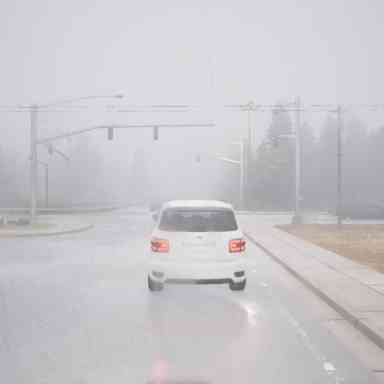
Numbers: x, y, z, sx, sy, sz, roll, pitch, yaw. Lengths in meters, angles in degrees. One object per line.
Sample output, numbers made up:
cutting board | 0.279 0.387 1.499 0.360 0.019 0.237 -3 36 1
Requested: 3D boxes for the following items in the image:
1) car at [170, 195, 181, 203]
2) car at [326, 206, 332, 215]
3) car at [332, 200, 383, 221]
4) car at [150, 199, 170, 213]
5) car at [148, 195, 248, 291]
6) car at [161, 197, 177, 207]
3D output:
car | -3.369 1.500 68.730 1.837 1.490 4.892 0 1 1
car | 14.898 1.518 30.544 4.902 1.511 2.128 0 0 1
car | 14.032 1.591 26.850 4.181 1.385 1.994 0 0 1
car | -3.589 1.563 37.911 1.994 1.385 4.181 0 0 -1
car | 0.067 1.218 9.137 2.150 2.045 5.566 0 0 -2
car | -3.584 1.547 52.597 2.033 1.411 5.357 0 0 0
